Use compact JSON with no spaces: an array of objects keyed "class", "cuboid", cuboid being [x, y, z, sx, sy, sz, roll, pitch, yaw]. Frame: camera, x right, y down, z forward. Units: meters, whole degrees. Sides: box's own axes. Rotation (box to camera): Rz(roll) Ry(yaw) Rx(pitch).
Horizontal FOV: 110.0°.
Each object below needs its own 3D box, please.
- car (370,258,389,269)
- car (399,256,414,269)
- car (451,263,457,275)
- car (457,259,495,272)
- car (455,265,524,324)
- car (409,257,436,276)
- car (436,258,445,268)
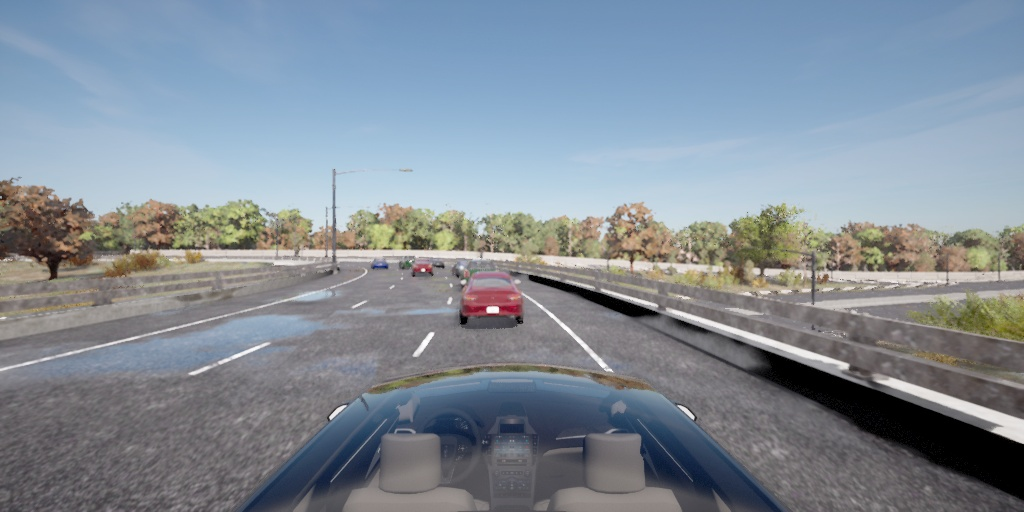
[{"class":"car","cuboid":[-17.272,1.004,46.677,1.994,1.385,4.181,0,0,-25]},{"class":"car","cuboid":[-13.484,0.789,46.732,2.097,1.767,4.553,0,0,-24]},{"class":"car","cuboid":[-4.179,1.088,31.428,2.033,1.411,5.357,0,0,-15]},{"class":"car","cuboid":[-1.869,0.969,20.393,2.097,1.767,4.553,0,0,-9]},{"class":"car","cuboid":[-0.678,1.205,11.556,1.812,1.442,4.674,0,1,-5]},{"class":"car","cuboid":[-8.456,1.053,33.625,1.812,1.442,4.674,0,0,-17]},{"class":"car","cuboid":[-10.518,0.985,48.680,1.994,1.385,4.181,0,0,-24]}]
